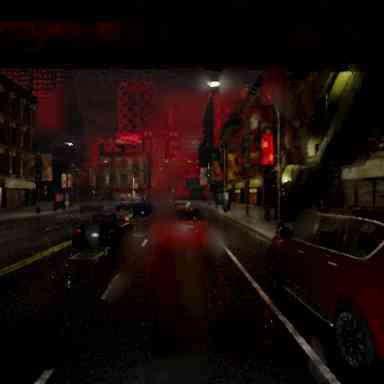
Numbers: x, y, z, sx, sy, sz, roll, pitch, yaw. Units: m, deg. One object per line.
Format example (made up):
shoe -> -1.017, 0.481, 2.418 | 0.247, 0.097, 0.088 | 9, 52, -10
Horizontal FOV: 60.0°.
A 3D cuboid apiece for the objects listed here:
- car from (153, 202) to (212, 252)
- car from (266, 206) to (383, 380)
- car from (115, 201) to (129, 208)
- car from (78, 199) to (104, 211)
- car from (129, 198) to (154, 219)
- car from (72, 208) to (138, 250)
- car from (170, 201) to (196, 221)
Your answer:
car -> -0.324, 1.424, 14.423 | 2.097, 1.767, 4.553 | 0, 0, -1
car -> 2.932, 1.240, 5.691 | 2.435, 2.045, 5.566 | 0, 0, -2
car -> -8.386, 1.846, 41.678 | 1.895, 1.301, 4.718 | 0, 0, -2
car -> -11.809, 1.854, 39.239 | 1.895, 1.301, 4.718 | 0, 0, -2
car -> -4.368, 1.652, 31.390 | 1.882, 1.535, 5.008 | 0, 0, -2
car -> -3.836, 1.657, 14.945 | 1.994, 1.385, 4.181 | 0, 0, -2
car -> -0.824, 1.639, 29.935 | 2.128, 1.511, 4.902 | 0, 0, -2
